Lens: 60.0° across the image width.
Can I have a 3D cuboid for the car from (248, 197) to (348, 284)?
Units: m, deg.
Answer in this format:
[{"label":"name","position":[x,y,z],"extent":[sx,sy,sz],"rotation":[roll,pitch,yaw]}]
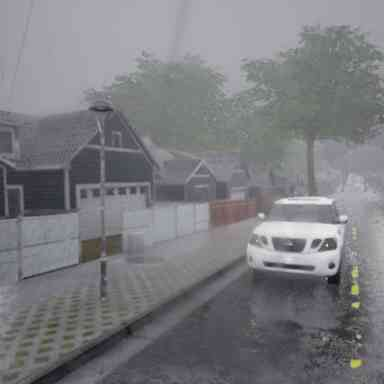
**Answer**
[{"label":"car","position":[3.400,1.197,10.060],"extent":[2.150,2.045,5.566],"rotation":[0,0,26]}]
